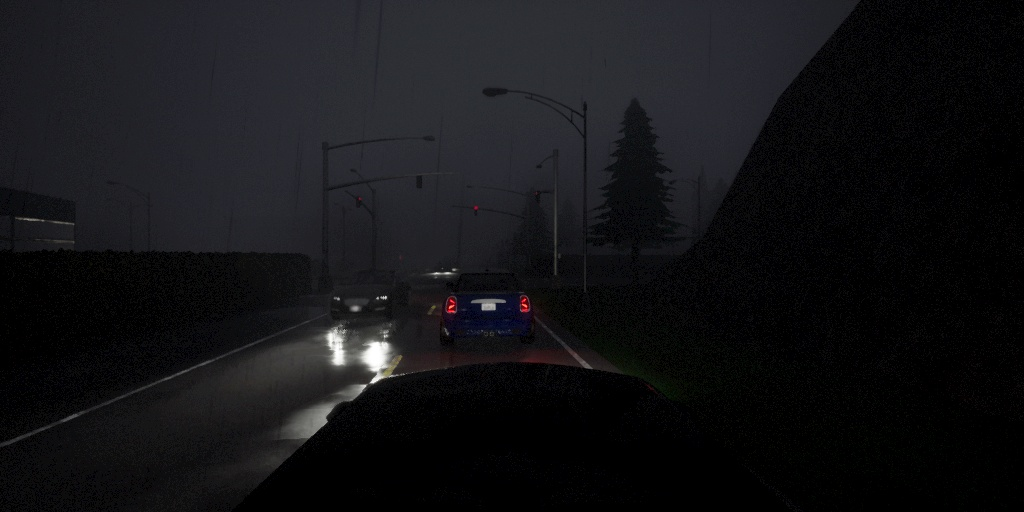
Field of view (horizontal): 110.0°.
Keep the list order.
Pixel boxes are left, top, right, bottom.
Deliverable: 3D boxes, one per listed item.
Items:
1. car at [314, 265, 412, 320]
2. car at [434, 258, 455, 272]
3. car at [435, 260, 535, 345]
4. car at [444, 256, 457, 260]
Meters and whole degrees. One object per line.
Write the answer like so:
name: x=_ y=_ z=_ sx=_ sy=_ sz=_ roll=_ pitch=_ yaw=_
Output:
car: x=-4.765 y=1.241 z=12.705 sx=2.128 sy=1.511 sz=4.902 roll=0 pitch=0 yaw=-7
car: x=-8.553 y=1.313 z=44.818 sx=1.994 sy=1.385 sz=4.181 roll=0 pitch=0 yaw=-7
car: x=-0.730 y=1.102 z=9.739 sx=2.097 sy=1.767 sz=4.553 roll=0 pitch=0 yaw=-6
car: x=-10.124 y=0.973 z=58.221 sx=2.150 sy=2.045 sz=5.566 roll=0 pitch=0 yaw=-7
